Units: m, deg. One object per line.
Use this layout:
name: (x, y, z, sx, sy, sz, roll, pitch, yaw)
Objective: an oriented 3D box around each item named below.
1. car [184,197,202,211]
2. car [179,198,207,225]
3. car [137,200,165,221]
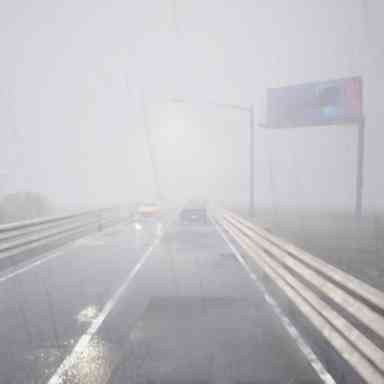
car: (0.105, 1.476, 42.424, 2.128, 1.511, 4.902, 0, 0, 0)
car: (0.104, 1.469, 24.274, 1.882, 1.535, 5.008, 0, 0, 0)
car: (-3.286, 1.467, 27.409, 1.882, 1.535, 5.008, 0, 0, 1)
